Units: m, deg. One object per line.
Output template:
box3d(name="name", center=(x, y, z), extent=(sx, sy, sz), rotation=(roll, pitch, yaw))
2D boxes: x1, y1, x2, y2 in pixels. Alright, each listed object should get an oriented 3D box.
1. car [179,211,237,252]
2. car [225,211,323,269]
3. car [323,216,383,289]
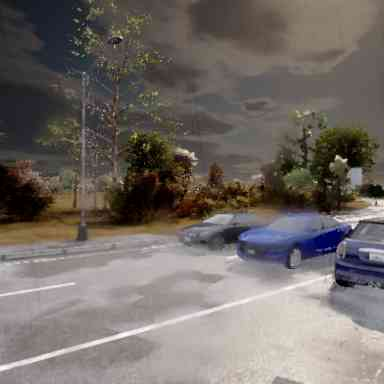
box3d(name="car", center=(1.608, 1.564, 14.309), extent=(4.674, 1.442, 1.812), rotation=(0, 0, -40))
box3d(name="car", center=(3.668, 1.509, 11.479), extent=(5.008, 1.535, 1.882), rotation=(0, 0, -40))
box3d(name="car", center=(5.481, 1.375, 8.206), extent=(4.553, 1.767, 2.097), rotation=(0, 0, -39))
